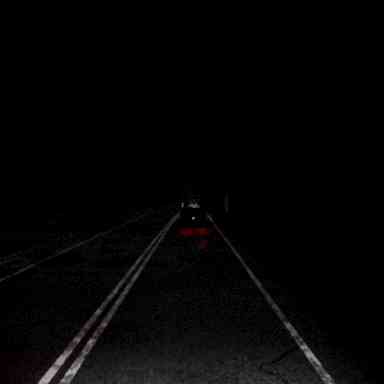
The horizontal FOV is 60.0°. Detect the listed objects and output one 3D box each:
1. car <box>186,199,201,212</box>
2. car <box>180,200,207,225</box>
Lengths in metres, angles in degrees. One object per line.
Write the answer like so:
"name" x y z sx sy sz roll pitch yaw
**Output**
"car" 0.255 1.727 42.980 1.812 1.442 4.674 0 0 1
"car" 0.112 1.576 24.874 2.128 1.511 4.902 0 0 0
